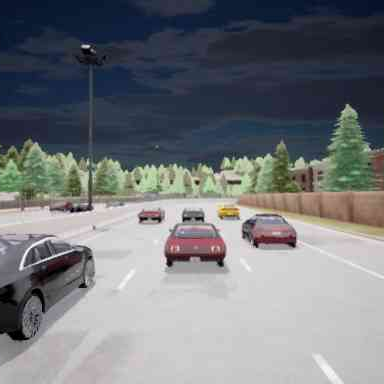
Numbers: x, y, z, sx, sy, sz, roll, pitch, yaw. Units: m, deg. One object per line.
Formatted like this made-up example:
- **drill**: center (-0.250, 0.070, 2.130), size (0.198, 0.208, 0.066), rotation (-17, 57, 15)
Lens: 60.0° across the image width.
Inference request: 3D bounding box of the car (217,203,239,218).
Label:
- **car**: center (3.595, 1.851, 33.628), size (1.882, 1.535, 5.008), rotation (0, 0, 0)

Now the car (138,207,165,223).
- **car**: center (-3.402, 1.922, 28.965), size (1.895, 1.301, 4.718), rotation (0, -1, 0)

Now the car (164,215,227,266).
- **car**: center (0.098, 1.736, 12.092), size (1.895, 1.301, 4.718), rotation (0, -1, 0)

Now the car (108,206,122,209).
- **car**: center (-10.577, 2.001, 45.872), size (2.128, 1.511, 4.902), rotation (0, -1, 0)

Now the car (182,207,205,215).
- **car**: center (0.097, 1.923, 28.967), size (1.895, 1.301, 4.718), rotation (0, -1, 0)

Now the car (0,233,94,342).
- **car**: center (-3.402, 1.566, 6.605), size (2.128, 1.511, 4.902), rotation (0, -1, 0)

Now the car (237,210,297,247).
- **car**: center (3.598, 1.745, 16.138), size (1.994, 1.385, 4.181), rotation (0, -1, 0)
